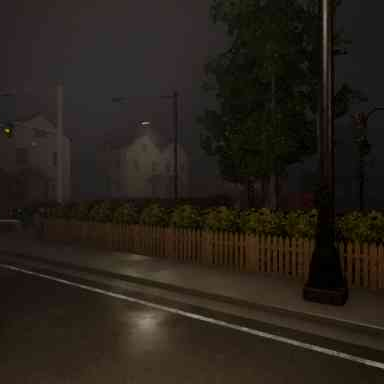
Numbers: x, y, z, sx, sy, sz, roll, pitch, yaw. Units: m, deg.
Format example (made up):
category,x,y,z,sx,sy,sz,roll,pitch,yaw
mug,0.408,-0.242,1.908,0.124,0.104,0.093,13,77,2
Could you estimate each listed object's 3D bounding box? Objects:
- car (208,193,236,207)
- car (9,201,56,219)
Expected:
category,x,y,z,sx,sy,sz,roll,pitch,yaw
car,4.330,1.221,48.791,2.150,2.045,5.566,0,0,35
car,-13.634,1.526,29.413,1.812,1.442,4.674,0,0,35
